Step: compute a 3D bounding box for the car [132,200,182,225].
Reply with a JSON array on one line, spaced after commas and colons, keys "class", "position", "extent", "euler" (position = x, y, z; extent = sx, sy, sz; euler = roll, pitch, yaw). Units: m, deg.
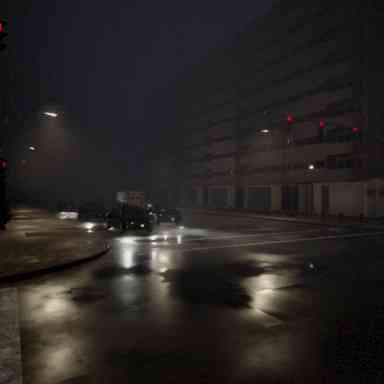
[{"class": "car", "position": [-2.487, 1.593, 24.812], "extent": [2.128, 1.511, 4.902], "euler": [1, 0, -29]}]

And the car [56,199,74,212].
[{"class": "car", "position": [-15.647, 1.622, 41.319], "extent": [2.128, 1.511, 4.902], "euler": [1, 0, -29]}]

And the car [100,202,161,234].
[{"class": "car", "position": [-3.833, 1.568, 20.009], "extent": [1.837, 1.490, 4.892], "euler": [1, 0, -29]}]

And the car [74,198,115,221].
[{"class": "car", "position": [-8.382, 1.567, 28.218], "extent": [1.882, 1.535, 5.008], "euler": [1, 0, -29]}]

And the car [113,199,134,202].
[{"class": "car", "position": [-6.799, 1.691, 32.597], "extent": [1.994, 1.385, 4.181], "euler": [1, 0, -28]}]

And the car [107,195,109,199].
[{"class": "car", "position": [-15.441, 1.492, 62.748], "extent": [2.150, 2.045, 5.566], "euler": [1, 0, -29]}]

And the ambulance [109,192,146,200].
[{"class": "ambulance", "position": [-8.213, 1.214, 42.536], "extent": [2.351, 2.431, 6.366], "euler": [1, 0, -29]}]

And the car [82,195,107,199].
[{"class": "car", "position": [-13.591, 1.388, 44.837], "extent": [2.150, 2.045, 5.566], "euler": [1, -1, -29]}]
